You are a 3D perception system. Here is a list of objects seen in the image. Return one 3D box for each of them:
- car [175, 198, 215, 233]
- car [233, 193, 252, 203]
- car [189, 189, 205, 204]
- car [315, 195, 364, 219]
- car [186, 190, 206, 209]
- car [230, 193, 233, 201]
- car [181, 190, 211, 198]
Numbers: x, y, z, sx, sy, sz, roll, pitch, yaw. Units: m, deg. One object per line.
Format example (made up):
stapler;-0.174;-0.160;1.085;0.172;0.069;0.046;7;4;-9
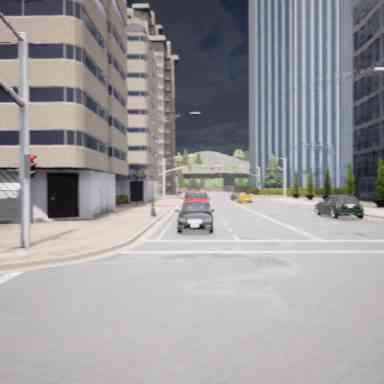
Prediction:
car;0.169;1.299;18.208;2.128;1.511;4.902;0;1;1
car;7.829;0.868;49.929;1.882;1.535;5.008;0;1;1
car;0.710;0.669;48.934;2.150;2.045;5.566;0;1;1
car;10.967;1.010;25.087;2.097;1.767;4.553;0;1;1
car;0.516;0.794;38.249;2.150;2.045;5.566;0;1;2
car;7.871;0.822;59.836;2.033;1.411;5.357;0;1;1
car;0.313;0.918;27.776;2.150;2.045;5.566;0;1;1
